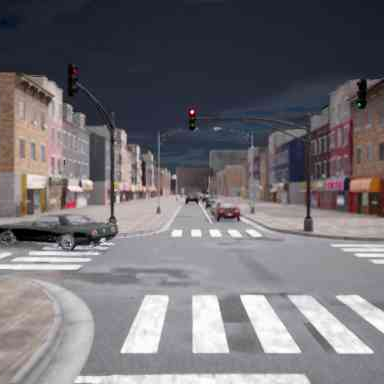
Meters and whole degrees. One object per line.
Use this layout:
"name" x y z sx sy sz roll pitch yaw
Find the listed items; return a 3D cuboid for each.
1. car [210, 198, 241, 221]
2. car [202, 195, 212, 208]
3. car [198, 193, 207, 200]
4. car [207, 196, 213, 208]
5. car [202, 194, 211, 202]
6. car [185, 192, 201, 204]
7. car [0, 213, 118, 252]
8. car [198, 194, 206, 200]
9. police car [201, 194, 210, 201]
"car" 2.629 1.410 25.377 1.887 1.381 4.507 0 0 0
"car" 2.621 1.364 42.416 1.947 1.339 4.313 0 0 0
"car" 2.603 1.149 82.173 1.967 1.590 4.097 0 0 0
"car" 2.626 1.365 31.226 1.752 1.417 4.829 0 0 0
"car" 2.994 1.257 70.547 1.812 1.442 4.674 0 0 0
"car" 0.027 0.983 55.326 2.150 2.045 5.566 0 0 1
"car" -5.479 1.510 13.319 4.718 1.301 1.895 0 0 20
"car" 2.600 1.281 87.853 1.802 1.307 4.206 0 0 0
"police car" 2.982 1.169 63.657 1.930 1.638 5.238 0 0 0
